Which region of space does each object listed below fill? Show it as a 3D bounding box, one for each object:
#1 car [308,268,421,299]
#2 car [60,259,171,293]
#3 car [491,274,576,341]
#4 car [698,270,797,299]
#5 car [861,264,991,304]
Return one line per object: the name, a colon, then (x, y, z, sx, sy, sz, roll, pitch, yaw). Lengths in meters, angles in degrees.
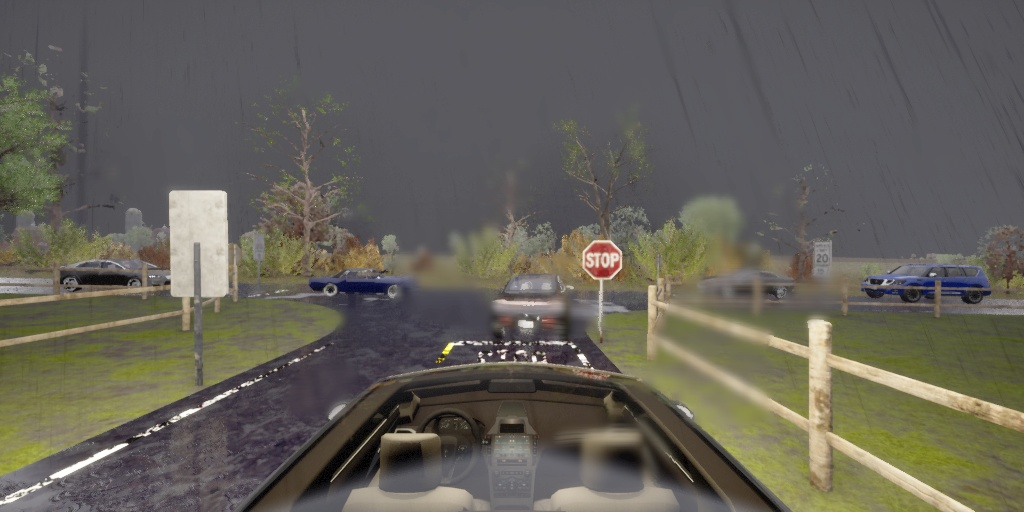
car: (-6.819, 1.248, 17.026, 4.718, 1.301, 1.895, 1, 1, 0)
car: (-18.487, 0.885, 17.044, 4.902, 1.511, 2.128, 1, 1, 0)
car: (0.708, 1.240, 9.993, 2.128, 1.511, 4.902, 0, 0, 9)
car: (13.007, 1.525, 19.950, 4.902, 1.511, 2.128, 1, 1, 0)
car: (22.903, 1.466, 19.937, 5.566, 2.045, 2.150, 1, 1, 0)
